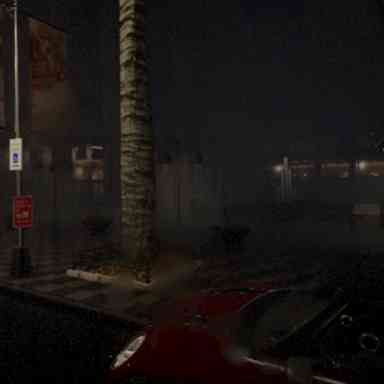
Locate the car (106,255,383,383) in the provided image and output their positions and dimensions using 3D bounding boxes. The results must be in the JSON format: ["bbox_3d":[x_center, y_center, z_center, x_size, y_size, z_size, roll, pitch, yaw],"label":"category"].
[{"bbox_3d":[1.481,1.303,2.449,4.553,1.767,2.185,0,1,32],"label":"car"}]
